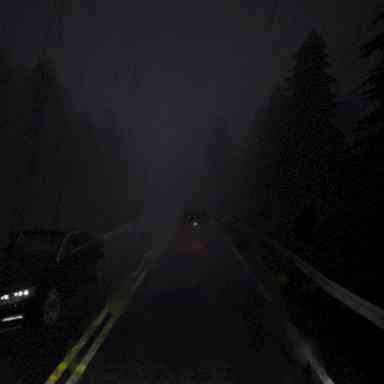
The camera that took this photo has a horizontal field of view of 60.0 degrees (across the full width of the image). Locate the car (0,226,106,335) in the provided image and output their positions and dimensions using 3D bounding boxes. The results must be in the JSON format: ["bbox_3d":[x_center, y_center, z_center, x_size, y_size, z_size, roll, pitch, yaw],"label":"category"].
[{"bbox_3d":[-3.236,1.544,7.098,2.128,1.511,4.902,0,-1,1],"label":"car"}]

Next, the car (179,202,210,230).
[{"bbox_3d":[0.203,1.698,22.704,1.837,1.490,4.892,0,0,-1],"label":"car"}]

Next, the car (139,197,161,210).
[{"bbox_3d":[-6.726,1.768,52.497,2.150,2.045,5.566,-2,-1,-26],"label":"car"}]
